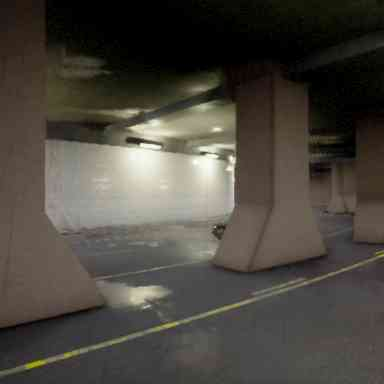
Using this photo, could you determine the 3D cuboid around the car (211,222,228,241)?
[{"bbox_3d":[3.080,1.663,16.063,4.718,1.301,1.895,0,0,-44],"label":"car"}]
